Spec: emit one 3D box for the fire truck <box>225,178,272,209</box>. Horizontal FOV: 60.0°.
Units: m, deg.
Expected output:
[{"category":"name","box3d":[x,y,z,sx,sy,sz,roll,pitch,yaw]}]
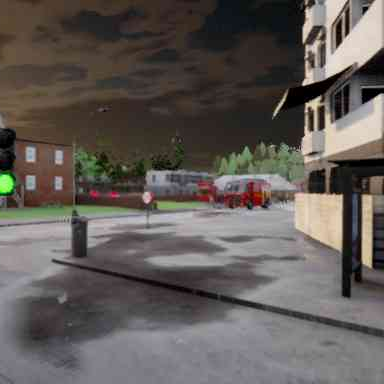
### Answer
[{"category":"fire truck","box3d":[7.503,0.211,43.373,2.891,3.827,8.468,0,0,35]}]
